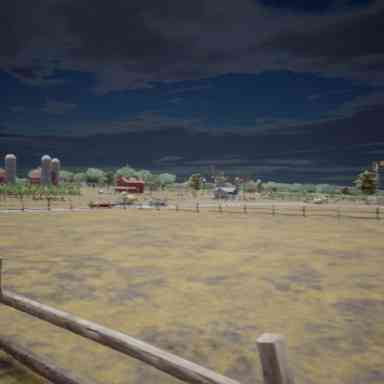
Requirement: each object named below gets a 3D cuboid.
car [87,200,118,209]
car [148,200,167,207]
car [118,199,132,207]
[{"bbox_3d":[-16.124,2.313,59.172,1.895,1.301,4.718,2,0,36],"label":"car"},{"bbox_3d":[-7.381,2.377,71.332,2.128,1.511,4.902,2,0,36],"label":"car"},{"bbox_3d":[-14.151,2.167,66.623,1.837,1.490,4.892,2,1,36],"label":"car"}]
